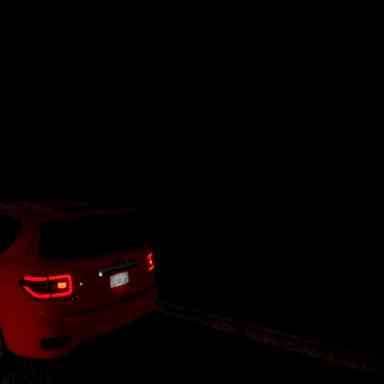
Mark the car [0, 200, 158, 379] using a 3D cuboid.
[{"bbox_3d":[-3.113,1.145,5.557,5.566,2.045,2.150,0,0,34],"label":"car"}]
